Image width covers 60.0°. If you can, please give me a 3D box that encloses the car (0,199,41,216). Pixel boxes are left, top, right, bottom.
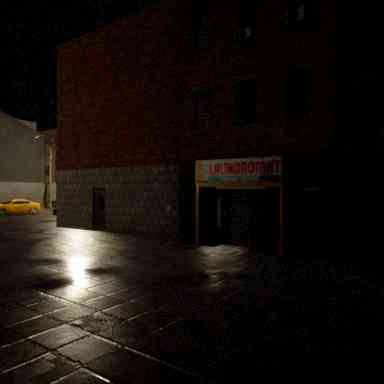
[{"bbox_3d":[-17.892,1.500,33.535,1.882,1.535,5.008,0,0,35],"label":"car"}]
